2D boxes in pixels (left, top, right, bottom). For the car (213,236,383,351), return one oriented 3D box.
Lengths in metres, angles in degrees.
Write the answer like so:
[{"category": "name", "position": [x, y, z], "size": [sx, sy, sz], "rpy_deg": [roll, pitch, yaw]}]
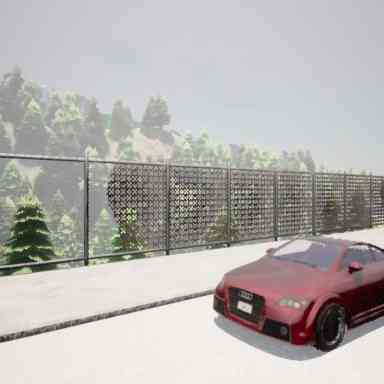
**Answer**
[{"category": "car", "position": [2.422, 1.564, 6.222], "size": [4.181, 1.385, 1.994], "rpy_deg": [0, 0, -36]}]
